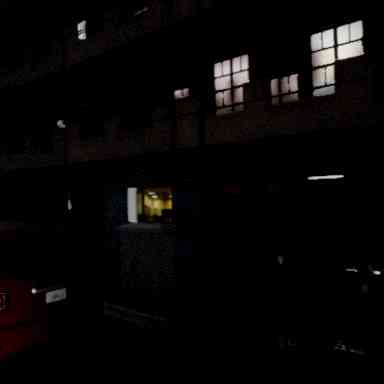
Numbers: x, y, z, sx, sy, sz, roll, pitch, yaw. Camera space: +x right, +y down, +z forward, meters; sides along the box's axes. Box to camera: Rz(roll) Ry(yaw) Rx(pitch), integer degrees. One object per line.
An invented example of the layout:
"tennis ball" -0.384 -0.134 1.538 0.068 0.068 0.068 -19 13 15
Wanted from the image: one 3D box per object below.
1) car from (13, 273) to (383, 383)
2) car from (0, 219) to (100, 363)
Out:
"car" 0.897 1.550 2.254 4.507 1.381 1.887 -1 -2 36
"car" -3.611 1.382 5.481 5.009 1.841 2.192 -1 -2 36
